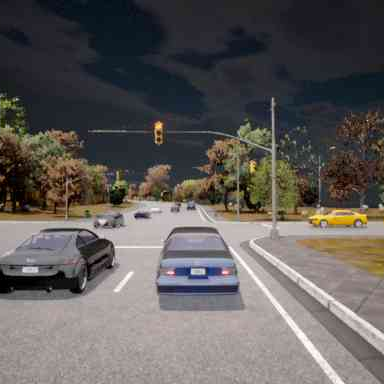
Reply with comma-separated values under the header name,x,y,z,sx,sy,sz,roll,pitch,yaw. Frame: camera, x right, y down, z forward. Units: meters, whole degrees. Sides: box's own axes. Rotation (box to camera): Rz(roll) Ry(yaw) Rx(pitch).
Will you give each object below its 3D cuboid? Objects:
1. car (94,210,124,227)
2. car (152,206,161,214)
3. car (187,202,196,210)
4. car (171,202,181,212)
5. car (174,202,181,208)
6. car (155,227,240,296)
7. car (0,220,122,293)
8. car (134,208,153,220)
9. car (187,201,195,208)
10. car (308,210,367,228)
name,x,y,z,sx,sy,sz,roll,pitch,yaw
car,-7.175,2.353,29.021,2.128,1.511,4.902,0,-3,0
car,-7.197,3.521,66.921,1.812,1.442,4.674,0,0,0
car,-0.200,3.314,77.872,2.097,1.767,4.553,0,0,0
car,-3.679,3.508,73.000,1.812,1.442,4.674,0,0,0
car,-3.845,3.433,88.309,1.837,1.490,4.892,0,0,-4
car,0.069,1.647,8.991,2.033,1.411,5.357,0,-1,-1
car,-3.444,1.666,9.100,1.994,1.385,4.181,0,-1,0
car,-7.221,3.289,48.264,1.895,1.301,4.718,0,-2,0
car,-0.321,3.248,88.051,1.882,1.535,5.008,0,0,-4
car,12.965,2.369,29.720,5.008,1.535,1.882,0,-3,-2
